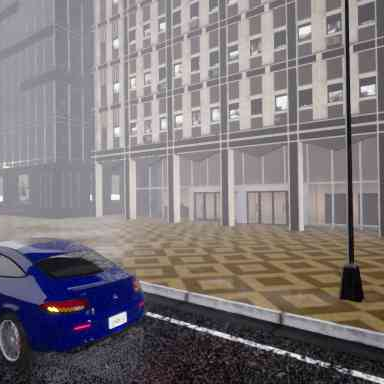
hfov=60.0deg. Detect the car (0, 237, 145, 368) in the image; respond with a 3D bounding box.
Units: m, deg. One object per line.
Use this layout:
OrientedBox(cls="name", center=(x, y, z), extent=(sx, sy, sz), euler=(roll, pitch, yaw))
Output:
OrientedBox(cls="car", center=(-2.857, 1.527, 5.729), extent=(4.674, 1.442, 1.812), euler=(0, 0, 35))
